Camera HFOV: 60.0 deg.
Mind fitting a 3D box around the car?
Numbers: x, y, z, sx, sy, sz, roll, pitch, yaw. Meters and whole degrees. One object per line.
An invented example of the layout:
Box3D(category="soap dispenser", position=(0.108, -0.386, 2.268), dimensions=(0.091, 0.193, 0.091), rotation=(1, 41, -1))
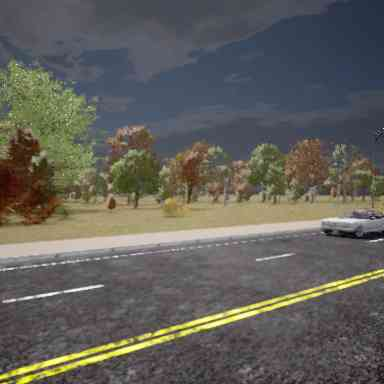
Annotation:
Box3D(category="car", position=(9.046, 1.656, 18.041), dimensions=(4.718, 1.301, 1.895), rotation=(0, 0, -35))
